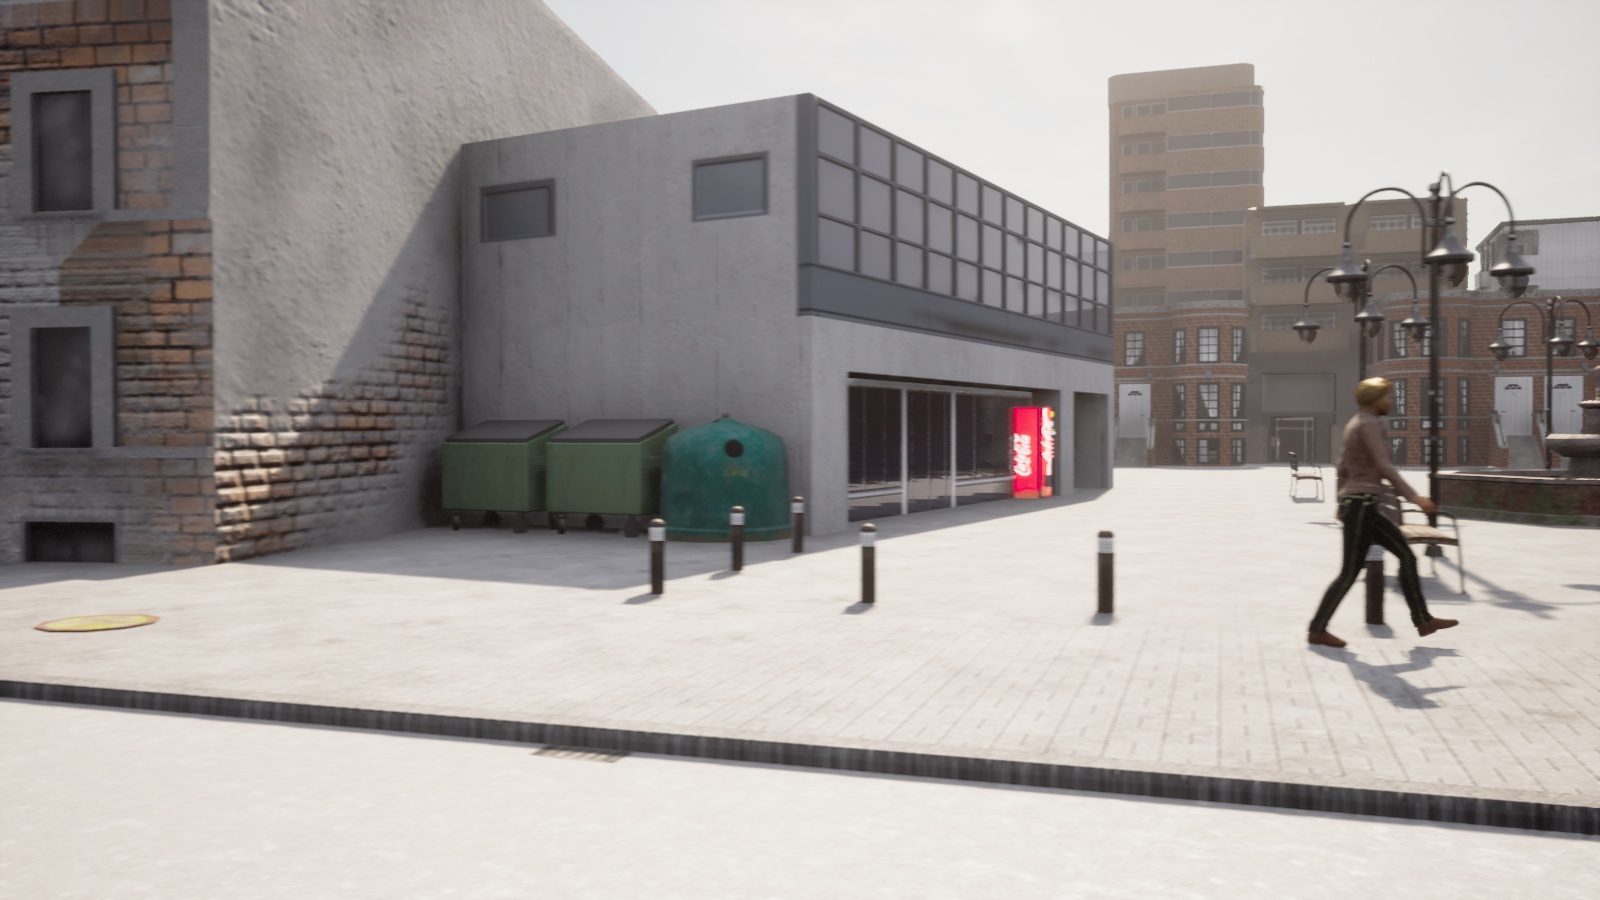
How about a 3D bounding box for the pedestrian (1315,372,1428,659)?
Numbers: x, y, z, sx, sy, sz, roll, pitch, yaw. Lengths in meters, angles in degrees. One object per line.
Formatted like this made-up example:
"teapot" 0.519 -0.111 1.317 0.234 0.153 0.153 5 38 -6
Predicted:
"pedestrian" 3.776 0.417 8.323 0.634 1.846 0.331 1 1 18
